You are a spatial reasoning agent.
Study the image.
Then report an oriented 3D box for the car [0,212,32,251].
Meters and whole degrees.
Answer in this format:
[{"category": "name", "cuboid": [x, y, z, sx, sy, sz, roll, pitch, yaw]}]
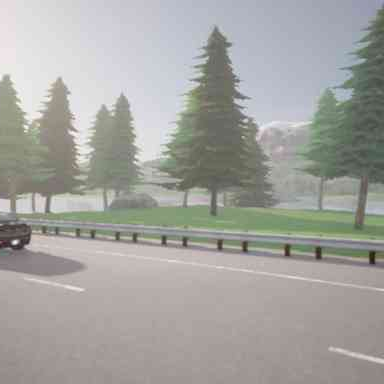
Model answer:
[{"category": "car", "cuboid": [-8.108, 1.450, 12.308, 4.892, 1.490, 1.837, 0, 0, 27]}]
